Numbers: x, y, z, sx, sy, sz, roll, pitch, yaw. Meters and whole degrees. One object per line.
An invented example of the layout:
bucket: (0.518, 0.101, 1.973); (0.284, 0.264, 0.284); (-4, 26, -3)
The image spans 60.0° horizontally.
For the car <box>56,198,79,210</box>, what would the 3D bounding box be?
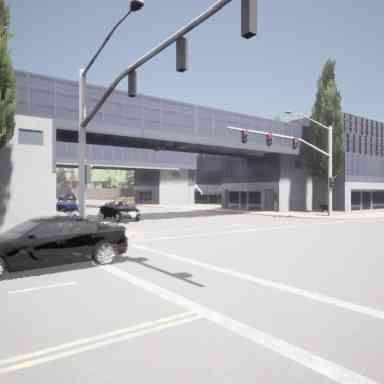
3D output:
car: (-13.698, 1.601, 37.016); (1.895, 1.301, 4.718); (0, 0, -36)

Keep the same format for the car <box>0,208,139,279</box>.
car: (-4.315, 1.478, 9.884); (5.008, 1.535, 1.882); (0, 1, -41)

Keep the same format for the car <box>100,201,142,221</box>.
car: (-5.670, 1.492, 25.978); (2.128, 1.511, 4.902); (0, 0, -36)

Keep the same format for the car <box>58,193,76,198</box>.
car: (-23.749, 1.221, 63.027); (2.150, 2.045, 5.566); (0, 0, -36)
